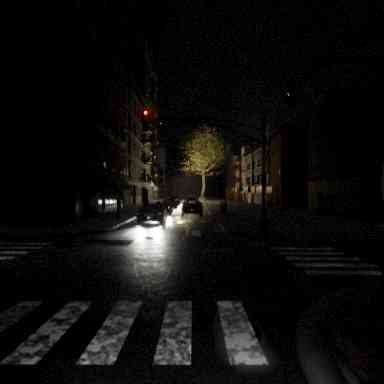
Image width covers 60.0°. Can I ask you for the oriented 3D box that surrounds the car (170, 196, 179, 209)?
[{"bbox_3d":[-2.925,1.518,43.141,1.994,1.385,4.181,0,0,0],"label":"car"}]

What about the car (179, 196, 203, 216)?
[{"bbox_3d":[-0.002,1.442,32.172,1.882,1.535,5.008,0,0,0],"label":"car"}]

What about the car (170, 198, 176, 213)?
[{"bbox_3d":[-2.933,1.563,33.955,1.895,1.301,4.718,0,0,0],"label":"car"}]

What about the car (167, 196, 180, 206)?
[{"bbox_3d":[-2.886,1.451,53.464,1.837,1.490,4.892,0,0,0],"label":"car"}]

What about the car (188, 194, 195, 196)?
[{"bbox_3d":[-0.070,1.291,69.350,2.097,1.767,4.553,0,0,0],"label":"car"}]

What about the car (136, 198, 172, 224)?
[{"bbox_3d":[-2.908,1.465,24.744,2.128,1.511,4.902,0,0,0],"label":"car"}]
